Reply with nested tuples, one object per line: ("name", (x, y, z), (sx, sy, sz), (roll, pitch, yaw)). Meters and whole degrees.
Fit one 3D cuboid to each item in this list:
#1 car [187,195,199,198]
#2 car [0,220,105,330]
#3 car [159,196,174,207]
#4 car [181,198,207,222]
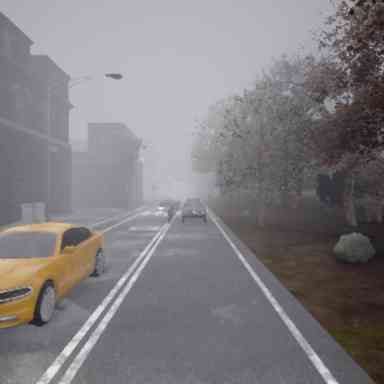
("car", (0.108, 1.182, 43.875), (1.882, 1.535, 5.008), (0, 1, 0))
("car", (-3.325, 1.442, 7.192), (1.882, 1.535, 5.008), (0, 0, 0))
("car", (-3.327, 1.230, 44.277), (1.812, 1.442, 4.674), (0, 1, 0))
("car", (0.138, 1.403, 24.870), (2.033, 1.411, 5.357), (0, 0, 0))
